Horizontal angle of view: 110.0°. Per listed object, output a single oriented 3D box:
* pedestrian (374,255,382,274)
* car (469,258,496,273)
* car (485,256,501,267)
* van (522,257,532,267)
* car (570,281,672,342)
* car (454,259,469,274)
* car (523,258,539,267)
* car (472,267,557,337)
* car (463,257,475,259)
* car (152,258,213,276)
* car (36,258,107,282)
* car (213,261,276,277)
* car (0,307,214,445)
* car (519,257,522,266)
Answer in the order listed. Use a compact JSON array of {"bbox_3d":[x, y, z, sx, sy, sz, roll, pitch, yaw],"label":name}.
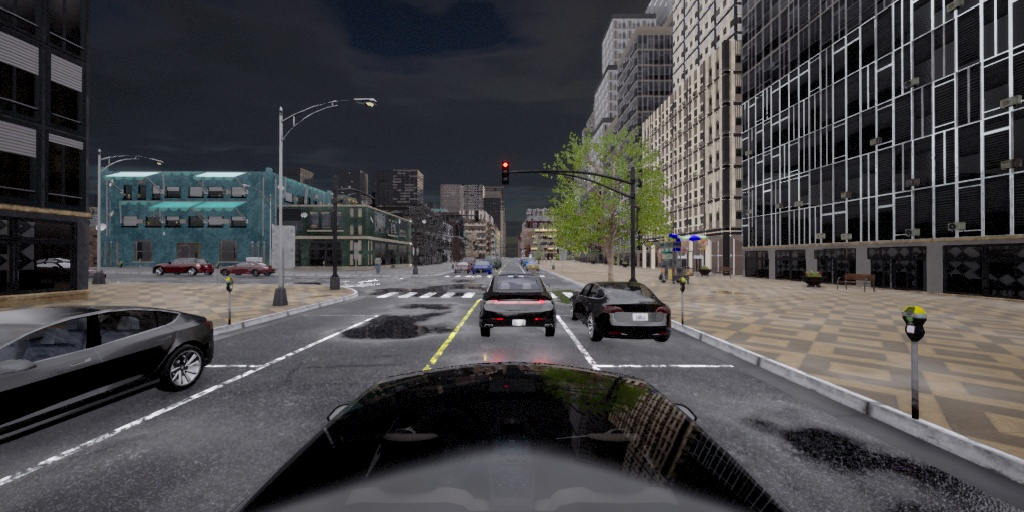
[{"bbox_3d":[-12.742,0.789,34.091,0.375,1.860,0.375,0,-1,-1],"label":"pedestrian"},{"bbox_3d":[-3.096,1.230,38.217,1.882,1.535,5.008,0,0,0],"label":"car"},{"bbox_3d":[-3.071,0.978,51.818,2.150,2.045,5.566,0,0,0],"label":"car"},{"bbox_3d":[2.702,1.094,53.187,1.690,1.789,3.998,0,0,0],"label":"van"},{"bbox_3d":[2.692,1.316,9.607,1.948,1.339,4.313,0,0,0],"label":"car"},{"bbox_3d":[-5.681,1.334,42.085,1.802,1.307,4.207,0,0,0],"label":"car"},{"bbox_3d":[2.701,1.278,47.806,1.751,1.417,4.829,0,0,0],"label":"car"},{"bbox_3d":[0.112,1.242,10.277,2.128,1.511,4.902,0,0,-1],"label":"car"},{"bbox_3d":[-5.679,1.068,47.636,2.192,1.841,5.009,0,0,0],"label":"car"},{"bbox_3d":[-28.362,0.879,30.925,4.097,1.591,1.967,0,0,-1],"label":"car"},{"bbox_3d":[-28.246,0.980,22.546,4.207,1.307,1.802,0,0,-1],"label":"car"},{"bbox_3d":[-22.815,1.090,31.002,4.207,1.307,1.802,0,0,-1],"label":"car"},{"bbox_3d":[-5.689,1.316,4.069,1.948,1.339,4.313,0,0,0],"label":"car"},{"bbox_3d":[2.705,1.305,64.289,2.007,1.370,4.403,0,0,0],"label":"car"}]
